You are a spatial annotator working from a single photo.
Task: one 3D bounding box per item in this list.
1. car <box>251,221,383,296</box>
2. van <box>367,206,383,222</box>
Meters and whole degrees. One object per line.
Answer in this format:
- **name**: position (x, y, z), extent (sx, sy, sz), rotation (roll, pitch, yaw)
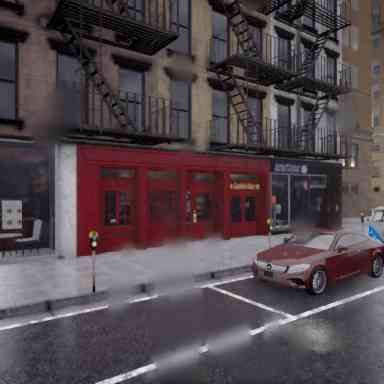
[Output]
- **car**: position (3.403, 1.582, 8.595), extent (4.206, 1.307, 1.802), rotation (0, 0, -35)
- **van**: position (7.814, 1.340, 11.720), extent (3.998, 1.788, 1.690), rotation (0, 0, -35)
